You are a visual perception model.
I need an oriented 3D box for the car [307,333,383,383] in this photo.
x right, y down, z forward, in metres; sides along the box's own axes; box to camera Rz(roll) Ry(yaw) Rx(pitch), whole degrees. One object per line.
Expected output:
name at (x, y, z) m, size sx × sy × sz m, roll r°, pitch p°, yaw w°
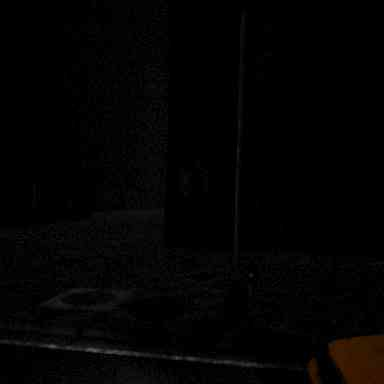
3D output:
car at (3.827, 1.696, 2.774) m, size 5.366 × 1.575 × 1.801 m, roll 1°, pitch -3°, yaw 8°
